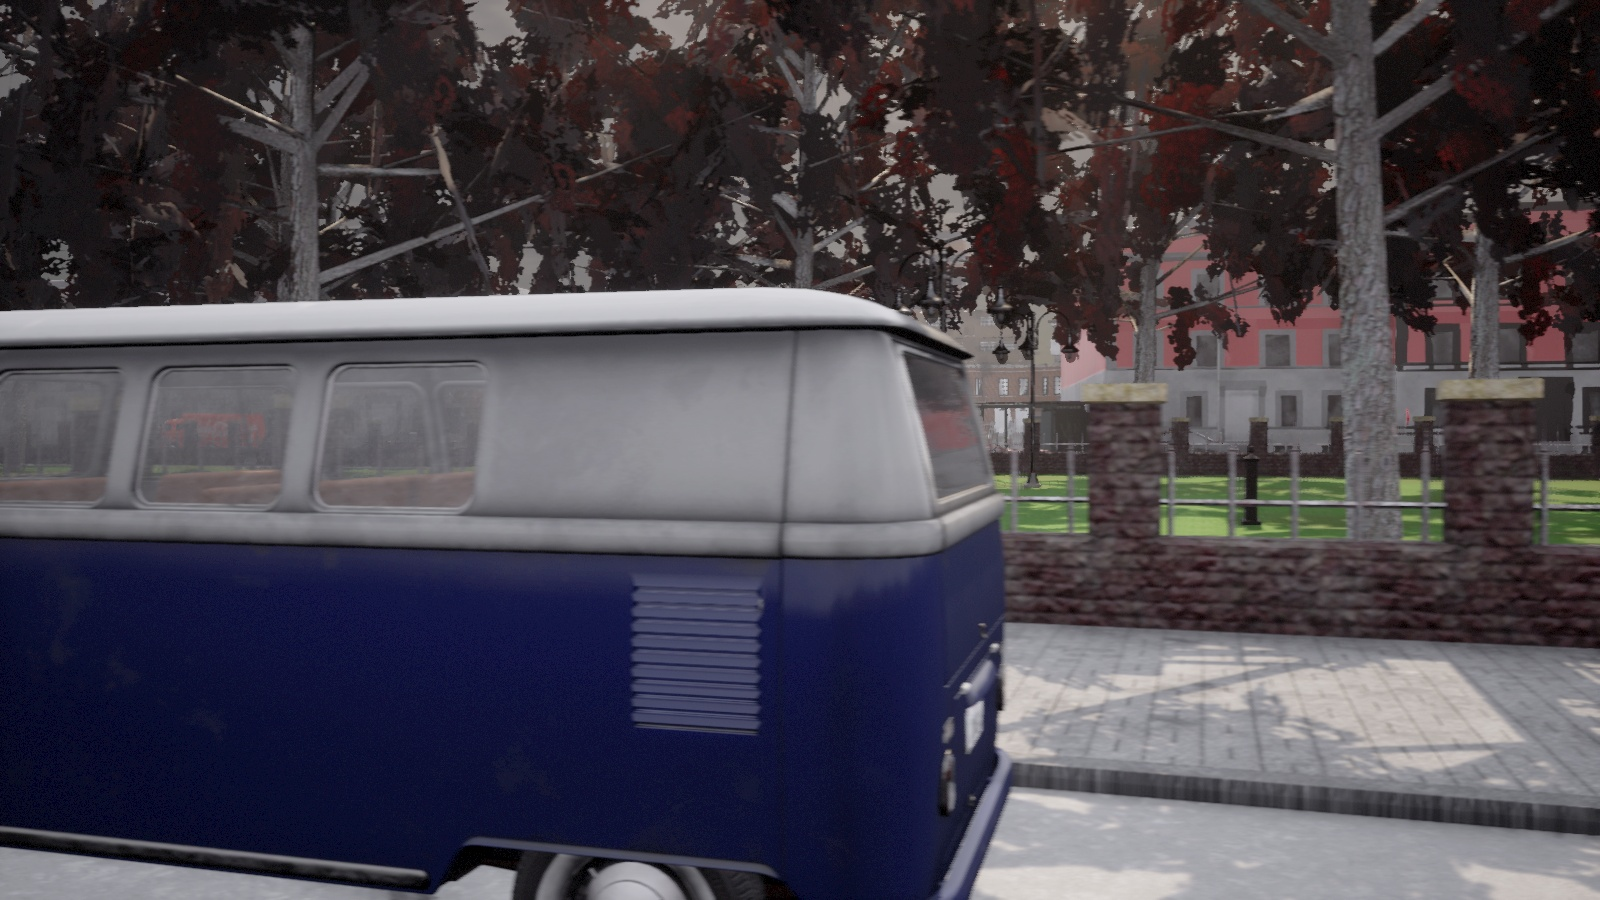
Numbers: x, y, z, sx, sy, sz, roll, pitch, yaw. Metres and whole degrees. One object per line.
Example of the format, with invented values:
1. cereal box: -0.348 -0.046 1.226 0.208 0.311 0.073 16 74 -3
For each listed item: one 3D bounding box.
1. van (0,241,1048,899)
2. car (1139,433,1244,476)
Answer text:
1. van: -1.502 0.501 4.222 4.442 1.987 1.775 1 1 16
2. car: 14.495 0.151 46.595 3.633 1.501 1.845 1 1 18
